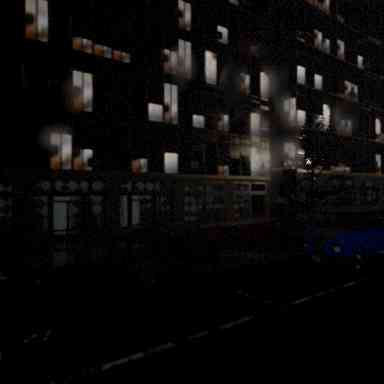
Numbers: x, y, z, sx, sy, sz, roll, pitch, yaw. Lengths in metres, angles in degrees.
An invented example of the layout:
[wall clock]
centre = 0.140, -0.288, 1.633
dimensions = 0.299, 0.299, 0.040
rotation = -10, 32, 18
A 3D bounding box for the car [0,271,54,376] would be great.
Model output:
[car]
centre = -3.912, 1.586, 3.678
dimensions = 4.403, 1.369, 2.008
rotation = 0, 0, -37

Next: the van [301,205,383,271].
[van]
centre = 5.149, 1.325, 10.571
dimensions = 3.998, 1.788, 1.690
rotation = 0, 0, -37
